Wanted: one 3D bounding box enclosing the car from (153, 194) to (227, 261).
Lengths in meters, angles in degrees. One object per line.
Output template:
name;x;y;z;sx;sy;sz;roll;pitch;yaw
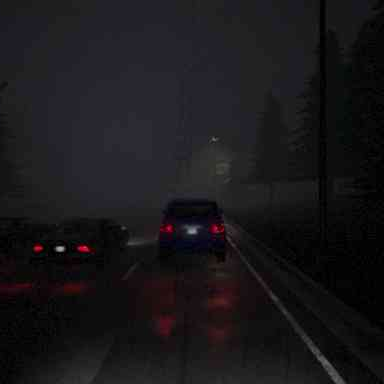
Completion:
car;0.030;1.234;12.384;2.150;2.045;5.566;0;0;0

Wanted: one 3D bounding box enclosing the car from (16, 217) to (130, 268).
car;-3.480;1.558;11.325;2.033;1.411;5.357;0;0;0

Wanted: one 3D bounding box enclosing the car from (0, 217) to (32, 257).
car;-6.965;1.612;12.891;1.895;1.301;4.718;0;0;1
